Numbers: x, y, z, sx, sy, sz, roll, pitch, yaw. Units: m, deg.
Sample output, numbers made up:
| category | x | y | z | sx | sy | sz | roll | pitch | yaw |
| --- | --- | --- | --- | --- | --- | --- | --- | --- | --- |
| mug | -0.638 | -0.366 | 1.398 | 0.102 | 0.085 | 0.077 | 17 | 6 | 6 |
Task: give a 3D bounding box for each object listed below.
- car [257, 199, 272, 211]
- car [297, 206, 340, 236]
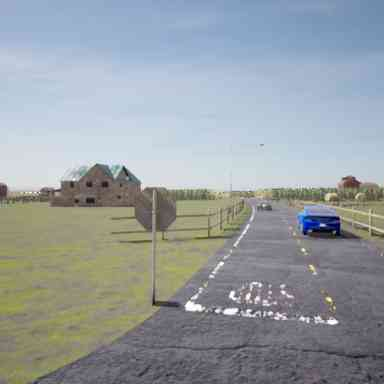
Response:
| category | x | y | z | sx | sy | sz | roll | pitch | yaw |
| --- | --- | --- | --- | --- | --- | --- | --- | --- | --- |
| car | 9.800 | 1.681 | 45.244 | 2.128 | 1.511 | 4.902 | 0 | 0 | 11 |
| car | 7.282 | 1.575 | 19.440 | 1.882 | 1.535 | 5.008 | 0 | 0 | 13 |
